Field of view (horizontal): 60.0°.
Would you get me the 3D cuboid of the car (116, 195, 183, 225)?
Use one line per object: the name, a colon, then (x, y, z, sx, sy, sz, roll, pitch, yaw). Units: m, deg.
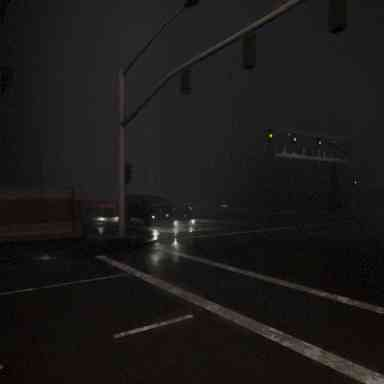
car: (-3.282, 1.222, 24.587, 2.150, 2.045, 5.566, 0, 0, -36)

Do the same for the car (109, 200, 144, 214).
car: (-7.111, 1.601, 35.918, 1.895, 1.301, 4.718, 0, 0, -36)

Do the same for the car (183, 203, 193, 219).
car: (-1.867, 1.352, 28.620, 2.097, 1.767, 4.553, 0, 0, -36)

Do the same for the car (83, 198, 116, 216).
car: (-9.045, 1.477, 32.612, 1.882, 1.535, 5.008, 0, 0, -36)

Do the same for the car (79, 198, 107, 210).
car: (-13.343, 1.547, 44.607, 2.033, 1.411, 5.357, 0, 0, -36)
